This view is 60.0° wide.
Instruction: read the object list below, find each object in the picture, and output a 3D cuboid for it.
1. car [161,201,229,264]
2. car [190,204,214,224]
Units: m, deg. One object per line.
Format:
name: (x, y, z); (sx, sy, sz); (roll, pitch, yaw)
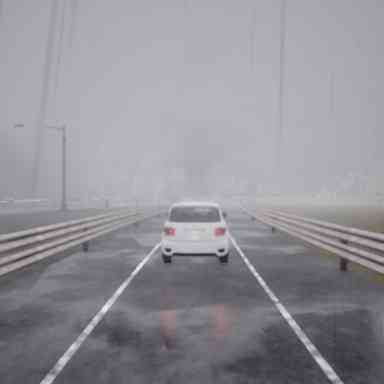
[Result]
car: (0.167, 1.359, 12.526); (2.150, 2.045, 5.566); (0, 0, 2)
car: (0.930, 1.830, 28.743); (1.812, 1.442, 4.674); (0, 0, 4)
